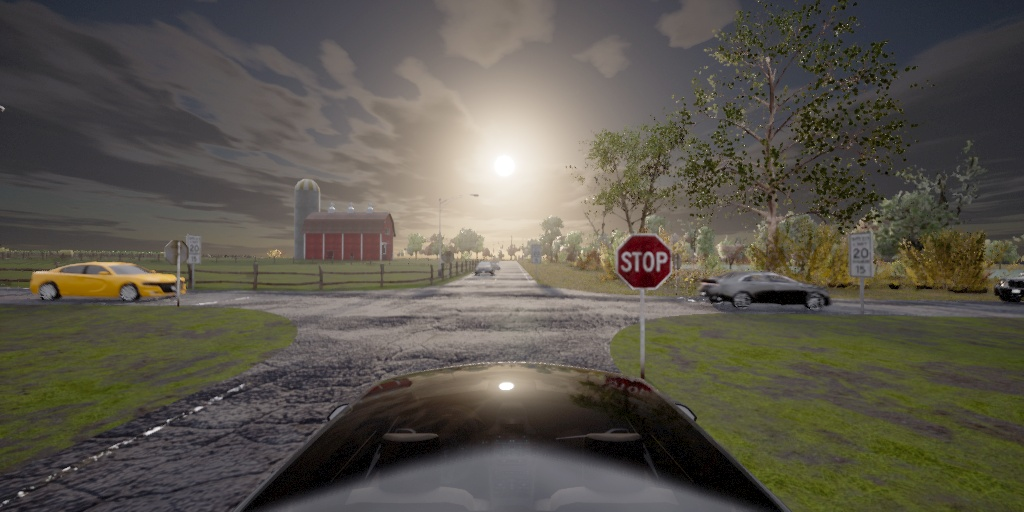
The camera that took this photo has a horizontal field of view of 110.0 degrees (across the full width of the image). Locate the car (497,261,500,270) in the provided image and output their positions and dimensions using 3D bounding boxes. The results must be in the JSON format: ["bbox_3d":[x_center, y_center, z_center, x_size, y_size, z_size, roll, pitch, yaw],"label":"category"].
[{"bbox_3d":[-2.823,1.388,54.419,1.895,1.301,4.718,0,0,0],"label":"car"}]

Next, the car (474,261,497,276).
[{"bbox_3d":[-2.842,1.293,37.789,1.812,1.442,4.674,0,0,0],"label":"car"}]

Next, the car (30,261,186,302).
[{"bbox_3d":[-16.315,1.005,14.670,5.008,1.535,1.882,1,-1,0],"label":"car"}]

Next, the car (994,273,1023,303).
[{"bbox_3d":[27.788,1.430,17.814,5.566,2.045,2.150,1,-1,0],"label":"car"}]

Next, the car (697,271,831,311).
[{"bbox_3d":[10.340,1.397,14.844,4.902,1.511,2.128,1,-1,0],"label":"car"}]
